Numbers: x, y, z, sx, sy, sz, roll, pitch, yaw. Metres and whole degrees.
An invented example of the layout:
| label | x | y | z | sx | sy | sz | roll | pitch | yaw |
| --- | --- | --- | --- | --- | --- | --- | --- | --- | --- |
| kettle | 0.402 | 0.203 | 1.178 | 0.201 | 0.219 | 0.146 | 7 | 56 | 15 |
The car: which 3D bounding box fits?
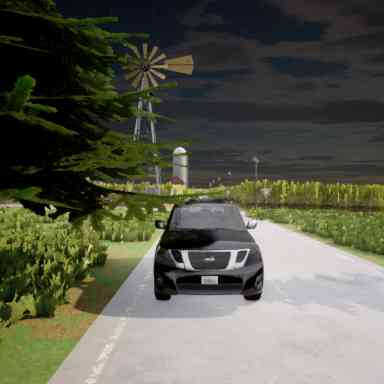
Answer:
| label | x | y | z | sx | sy | sz | roll | pitch | yaw |
| --- | --- | --- | --- | --- | --- | --- | --- | --- | --- |
| car | 0.334 | 1.221 | 8.702 | 2.150 | 2.045 | 5.566 | 0 | 0 | 0 |
